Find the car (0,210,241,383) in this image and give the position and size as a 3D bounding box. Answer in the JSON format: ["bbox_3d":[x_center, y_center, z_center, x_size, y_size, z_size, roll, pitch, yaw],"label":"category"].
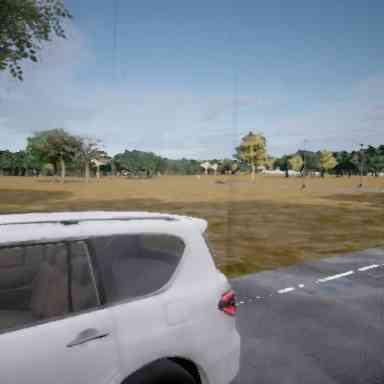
[{"bbox_3d":[-2.126,1.221,2.476,5.566,2.045,2.150,0,0,-35],"label":"car"}]
